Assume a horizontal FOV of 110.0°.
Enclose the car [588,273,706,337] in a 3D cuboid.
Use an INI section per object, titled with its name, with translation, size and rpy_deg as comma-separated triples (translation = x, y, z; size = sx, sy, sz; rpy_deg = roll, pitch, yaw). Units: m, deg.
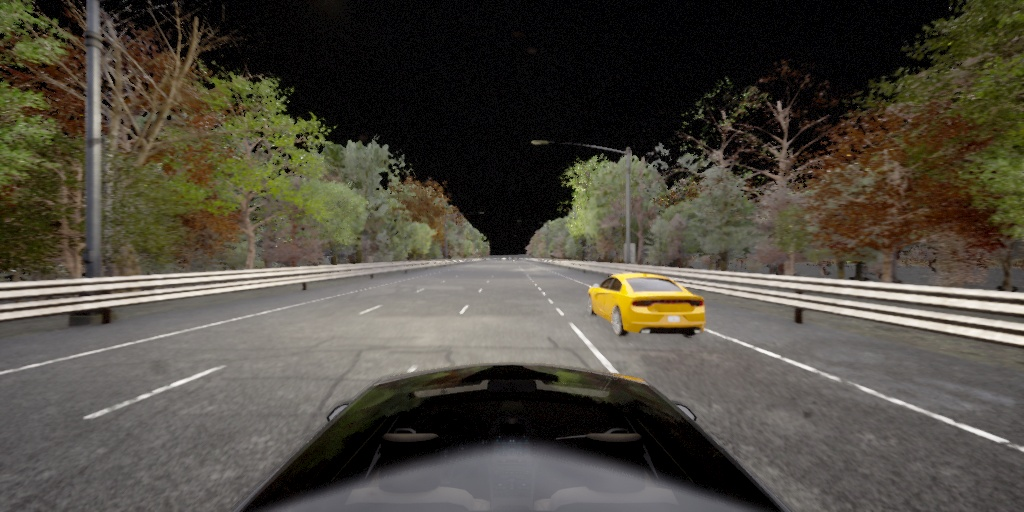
[car]
translation = 3.525, 1.231, 10.335
size = 1.882, 1.535, 5.008
rpy_deg = 0, 0, -1
